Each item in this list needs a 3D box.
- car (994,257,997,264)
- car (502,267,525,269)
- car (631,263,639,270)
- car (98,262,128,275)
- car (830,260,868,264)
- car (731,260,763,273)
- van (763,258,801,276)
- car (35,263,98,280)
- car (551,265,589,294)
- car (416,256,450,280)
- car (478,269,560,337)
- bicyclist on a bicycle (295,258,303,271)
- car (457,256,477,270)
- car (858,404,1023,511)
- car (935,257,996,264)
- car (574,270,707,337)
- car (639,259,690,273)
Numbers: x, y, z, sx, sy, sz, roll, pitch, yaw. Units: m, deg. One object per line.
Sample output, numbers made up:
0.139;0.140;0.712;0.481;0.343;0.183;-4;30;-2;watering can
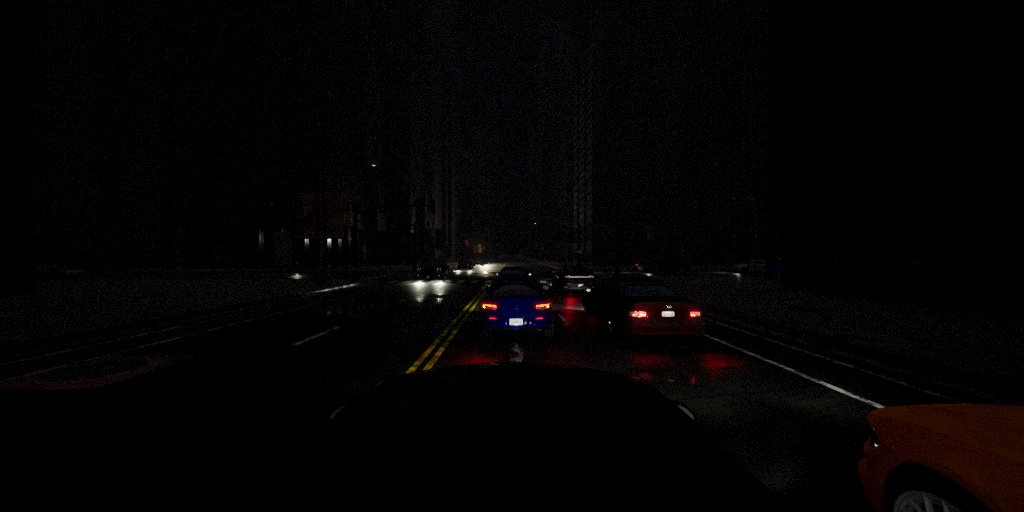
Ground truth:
49.272;1.046;35.143;5.009;1.841;2.192;0;0;0;car
0.088;1.286;19.706;2.033;1.411;5.357;0;0;0;car
16.673;1.071;43.843;4.097;1.591;1.967;0;0;0;car
-46.436;1.364;40.692;4.507;1.381;1.888;0;0;0;car
32.952;1.321;35.230;4.207;1.307;1.802;0;0;0;car
27.643;1.184;41.095;4.674;1.442;1.812;0;1;0;car
27.511;1.086;35.260;3.998;1.789;1.690;0;0;0;van
-40.840;1.451;32.172;4.829;1.417;1.751;0;0;0;car
3.340;1.230;19.980;2.128;1.511;4.902;0;0;0;car
-6.604;1.082;30.403;2.097;1.767;4.553;0;0;0;car
0.089;1.272;10.132;1.812;1.442;4.674;0;0;0;car
-25.898;1.003;43.563;0.582;1.620;1.656;0;1;0;bicyclist on a bicycle
-6.604;1.193;51.028;1.882;1.535;5.008;0;0;0;car
3.350;1.228;0.407;1.882;1.535;5.008;0;0;0;car
43.831;1.169;35.172;4.097;1.591;1.967;0;0;0;car
3.347;1.294;10.232;2.033;1.411;5.357;0;0;0;car
17.703;1.148;41.164;5.008;1.535;1.882;0;1;0;car
